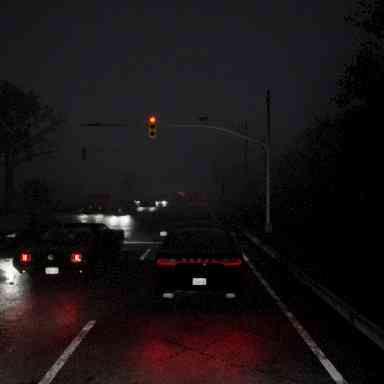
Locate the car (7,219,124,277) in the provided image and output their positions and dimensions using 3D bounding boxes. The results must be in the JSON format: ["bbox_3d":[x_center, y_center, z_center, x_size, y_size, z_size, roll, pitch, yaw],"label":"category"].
[{"bbox_3d":[-3.373,1.600,10.199,1.895,1.301,4.718,0,0,-1],"label":"car"}]

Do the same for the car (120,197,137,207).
[{"bbox_3d":[-10.058,1.553,53.003,1.994,1.385,4.181,0,0,1],"label":"car"}]

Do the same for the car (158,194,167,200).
[{"bbox_3d":[-6.282,1.002,69.199,1.895,1.301,4.718,0,3,1],"label":"car"}]

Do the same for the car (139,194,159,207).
[{"bbox_3d":[-6.595,1.476,50.108,1.882,1.535,5.008,0,0,1],"label":"car"}]

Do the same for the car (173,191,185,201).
[{"bbox_3d":[-2.808,1.067,66.869,2.033,1.411,5.357,0,3,1],"label":"car"}]

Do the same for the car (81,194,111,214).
[{"bbox_3d":[-10.255,1.218,36.479,2.150,2.045,5.566,0,0,1],"label":"car"}]

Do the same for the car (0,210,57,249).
[{"bbox_3d":[-7.007,1.525,13.740,1.812,1.442,4.674,0,0,1],"label":"car"}]

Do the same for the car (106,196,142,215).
[{"bbox_3d":[-6.786,1.490,33.760,2.128,1.511,4.902,0,0,1],"label":"car"}]

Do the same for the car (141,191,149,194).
[{"bbox_3d":[-9.789,0.788,68.552,2.097,1.767,4.553,0,3,1],"label":"car"}]

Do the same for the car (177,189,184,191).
[{"bbox_3d":[-2.689,0.170,77.247,2.097,1.767,4.553,0,3,1],"label":"car"}]

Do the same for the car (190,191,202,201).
[{"bbox_3d":[0.792,0.735,66.938,2.150,2.045,5.566,0,3,1],"label":"car"}]

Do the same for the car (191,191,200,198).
[{"bbox_3d":[0.815,0.558,77.602,1.895,1.301,4.718,0,3,1],"label":"car"}]

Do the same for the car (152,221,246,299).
[{"bbox_3d":[0.153,1.477,8.522,1.882,1.535,5.008,0,0,0],"label":"car"}]
